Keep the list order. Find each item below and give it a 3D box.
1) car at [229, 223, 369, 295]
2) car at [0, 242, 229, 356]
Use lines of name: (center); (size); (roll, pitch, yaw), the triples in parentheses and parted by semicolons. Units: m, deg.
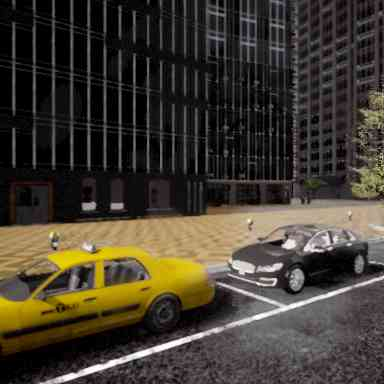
car: (2.883, 1.533, 8.617); (4.403, 1.369, 2.008); (0, 0, -36)
car: (-1.869, 1.522, 5.226); (4.829, 1.417, 1.752); (0, 0, -36)
